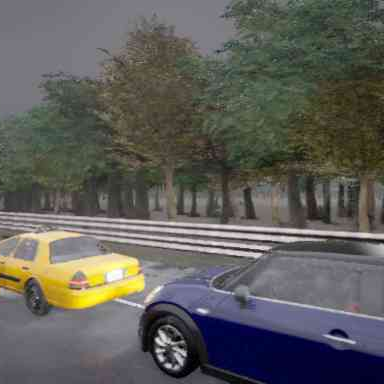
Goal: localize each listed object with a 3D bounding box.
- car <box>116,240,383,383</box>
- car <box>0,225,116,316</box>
[{"bbox_3d":[1.453,1.393,4.105,4.553,1.767,2.097,-1,-1,36],"label":"car"},{"bbox_3d":[-3.499,1.554,7.709,5.366,1.575,1.801,-1,-1,36],"label":"car"}]
